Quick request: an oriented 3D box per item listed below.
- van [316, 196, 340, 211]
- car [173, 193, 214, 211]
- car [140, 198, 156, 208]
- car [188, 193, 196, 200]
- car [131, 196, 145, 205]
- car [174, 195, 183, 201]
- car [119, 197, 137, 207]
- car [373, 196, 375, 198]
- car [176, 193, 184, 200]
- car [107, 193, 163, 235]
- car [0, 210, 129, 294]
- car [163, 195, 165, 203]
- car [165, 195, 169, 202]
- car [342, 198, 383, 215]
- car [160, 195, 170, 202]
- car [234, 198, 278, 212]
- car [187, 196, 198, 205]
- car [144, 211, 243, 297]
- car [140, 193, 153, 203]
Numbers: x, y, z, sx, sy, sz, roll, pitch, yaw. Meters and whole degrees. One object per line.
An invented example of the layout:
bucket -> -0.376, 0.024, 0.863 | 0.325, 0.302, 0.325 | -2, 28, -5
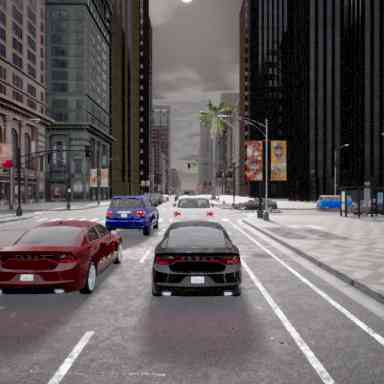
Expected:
van -> 17.033, 1.314, 39.840 | 3.998, 1.788, 1.690 | 0, 0, 0
car -> 0.086, 1.221, 18.607 | 2.150, 2.045, 5.566 | 0, 0, 0
car -> -6.620, 1.602, 50.620 | 1.895, 1.301, 4.718 | 0, 0, -1
car -> -0.076, 1.230, 92.125 | 2.150, 2.045, 5.566 | 0, 0, 0
car -> -9.863, 1.528, 61.513 | 1.812, 1.442, 4.674 | 0, 0, 0
car -> -3.317, 1.496, 81.677 | 1.837, 1.490, 4.892 | 0, 0, 0
car -> -9.926, 1.493, 51.868 | 2.128, 1.511, 4.902 | 0, 0, -3
car -> 22.710, 1.284, 39.846 | 5.009, 1.841, 2.192 | 0, 0, 0
car -> -3.325, 1.193, 92.067 | 2.097, 1.767, 4.553 | 0, 0, 0
car -> -3.194, 1.221, 18.664 | 2.150, 2.045, 5.566 | 0, 0, 2
car -> -3.157, 1.477, 8.800 | 1.882, 1.535, 5.008 | 0, 0, 0
car -> -6.621, 1.224, 60.388 | 2.150, 2.045, 5.566 | 0, 0, 1
car -> -6.558, 1.598, 70.459 | 1.895, 1.301, 4.718 | 0, 0, 0
car -> 17.045, 1.548, 31.316 | 4.403, 1.369, 2.008 | 0, 0, 0
car -> -6.566, 1.529, 80.654 | 2.128, 1.511, 4.902 | 0, 0, 0
car -> 7.216, 1.491, 37.695 | 4.892, 1.490, 1.837 | 0, 1, 7
car -> 0.036, 1.479, 60.380 | 1.882, 1.535, 5.008 | 0, 0, 0
car -> 0.092, 1.477, 8.648 | 1.882, 1.535, 5.008 | 0, 0, 0
car -> -9.810, 1.229, 71.912 | 2.150, 2.045, 5.566 | 0, 0, 0
